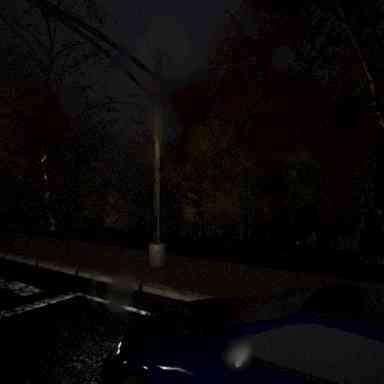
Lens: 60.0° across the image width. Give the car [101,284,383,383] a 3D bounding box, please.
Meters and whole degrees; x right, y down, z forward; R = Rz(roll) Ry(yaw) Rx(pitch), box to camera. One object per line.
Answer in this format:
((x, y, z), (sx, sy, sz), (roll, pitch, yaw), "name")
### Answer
((1.146, 1.564, 2.865), (4.181, 1.385, 1.994), (0, 0, 35), "car")
